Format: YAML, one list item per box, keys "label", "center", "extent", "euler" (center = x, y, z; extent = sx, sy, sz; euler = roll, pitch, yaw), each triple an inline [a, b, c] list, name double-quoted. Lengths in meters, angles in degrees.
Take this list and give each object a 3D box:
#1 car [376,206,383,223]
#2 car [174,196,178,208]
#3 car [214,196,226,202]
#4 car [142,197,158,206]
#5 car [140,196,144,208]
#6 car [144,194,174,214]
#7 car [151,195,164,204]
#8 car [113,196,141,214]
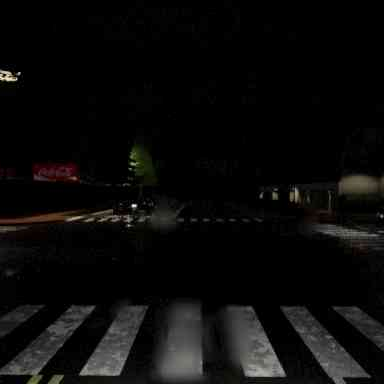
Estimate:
- label: "car"
  center: [15.067, 1.218, 21.530]
  extent: [5.566, 2.045, 2.150]
  euler: [0, 0, 1]
- label: "car"
  center: [-3.353, 1.594, 45.646]
  extent: [1.895, 1.301, 4.718]
  euler: [0, 0, 1]
- label: "car"
  center: [6.356, 1.542, 74.732]
  extent: [1.994, 1.385, 4.181]
  euler: [0, 0, 20]
- label: "car"
  center: [-6.765, 1.556, 53.823]
  extent: [1.994, 1.385, 4.181]
  euler: [0, 0, 0]
- label: "car"
  center: [-6.876, 1.346, 43.927]
  extent: [2.097, 1.767, 4.553]
  euler: [0, 0, 1]
- label: "car"
  center: [-3.450, 1.216, 35.882]
  extent: [2.150, 2.045, 5.566]
  euler: [0, 0, 1]
- label: "car"
  center: [-6.531, 1.469, 64.106]
  extent: [1.882, 1.535, 5.008]
  euler: [0, 0, 2]
- label: "car"
  center: [-6.954, 1.500, 34.960]
  extent: [1.837, 1.490, 4.892]
  euler: [0, 0, 1]
